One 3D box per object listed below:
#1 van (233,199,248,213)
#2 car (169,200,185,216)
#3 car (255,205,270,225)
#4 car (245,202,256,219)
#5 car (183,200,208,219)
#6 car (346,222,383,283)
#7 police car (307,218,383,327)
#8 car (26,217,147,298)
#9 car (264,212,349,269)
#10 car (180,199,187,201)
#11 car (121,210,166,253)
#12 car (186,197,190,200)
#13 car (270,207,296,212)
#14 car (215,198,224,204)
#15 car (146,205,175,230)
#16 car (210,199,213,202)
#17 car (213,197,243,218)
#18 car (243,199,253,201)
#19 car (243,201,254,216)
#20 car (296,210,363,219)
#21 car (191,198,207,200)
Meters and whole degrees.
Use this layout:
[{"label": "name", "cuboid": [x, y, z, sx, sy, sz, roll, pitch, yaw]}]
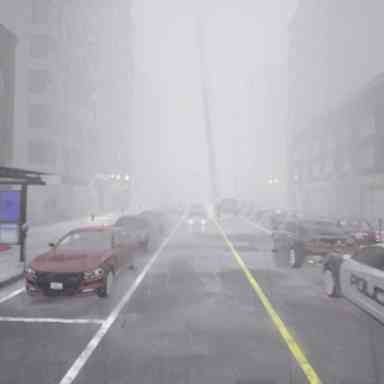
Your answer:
[{"label": "van", "cuboid": [6.805, 1.905, 47.128, 1.690, 1.788, 3.998, 1, -1, 1]}, {"label": "car", "cuboid": [-1.959, 1.889, 36.258, 1.802, 1.307, 4.206, 1, -1, 1]}, {"label": "car", "cuboid": [6.327, 1.899, 25.038, 2.008, 1.369, 4.403, 1, -1, 1]}, {"label": "car", "cuboid": [6.445, 1.953, 30.560, 2.008, 1.369, 4.403, 1, -1, 1]}, {"label": "car", "cuboid": [0.536, 1.865, 32.746, 2.033, 1.411, 5.357, 1, -1, 1]}, {"label": "car", "cuboid": [5.975, 1.714, 8.642, 1.752, 1.417, 4.829, 1, -1, 1]}, {"label": "police car", "cuboid": [3.960, 1.553, 5.959, 1.930, 1.638, 5.238, 1, -1, 1]}, {"label": "car", "cuboid": [-2.552, 1.582, 8.641, 1.887, 1.381, 4.507, 1, -1, 1]}, {"label": "car", "cuboid": [4.085, 1.690, 11.847, 1.837, 1.490, 4.892, 1, -1, 1]}, {"label": "car", "cuboid": [-1.840, 1.926, 41.782, 1.947, 1.339, 4.313, 1, -1, 1]}, {"label": "car", "cuboid": [-2.434, 1.657, 14.164, 1.947, 1.339, 4.313, 1, -1, 1]}, {"label": "car", "cuboid": [-1.719, 1.855, 47.307, 1.967, 1.590, 4.097, 1, -1, 1]}, {"label": "car", "cuboid": [6.210, 1.735, 19.517, 1.967, 1.590, 4.097, 1, -1, 1]}, {"label": "car", "cuboid": [7.461, 2.454, 91.011, 1.967, 1.590, 4.097, 1, -1, 0]}, {"label": "car", "cuboid": [-2.315, 1.711, 19.688, 1.947, 1.339, 4.313, 1, -1, 1]}, {"label": "car", "cuboid": [3.954, 2.119, 47.598, 1.895, 1.301, 4.718, 1, -1, 1]}, {"label": "car", "cuboid": [3.730, 1.623, 35.562, 2.150, 2.045, 5.566, 1, 0, 2]}, {"label": "car", "cuboid": [6.687, 1.825, 41.607, 2.192, 1.841, 5.009, 1, -1, 1]}, {"label": "car", "cuboid": [6.564, 2.022, 36.082, 1.947, 1.339, 4.313, 1, -1, 1]}, {"label": "car", "cuboid": [6.091, 1.681, 13.995, 1.967, 1.590, 4.097, 1, -1, 1]}, {"label": "car", "cuboid": [1.109, 2.138, 54.935, 1.895, 1.301, 4.718, 1, -1, 1]}]
